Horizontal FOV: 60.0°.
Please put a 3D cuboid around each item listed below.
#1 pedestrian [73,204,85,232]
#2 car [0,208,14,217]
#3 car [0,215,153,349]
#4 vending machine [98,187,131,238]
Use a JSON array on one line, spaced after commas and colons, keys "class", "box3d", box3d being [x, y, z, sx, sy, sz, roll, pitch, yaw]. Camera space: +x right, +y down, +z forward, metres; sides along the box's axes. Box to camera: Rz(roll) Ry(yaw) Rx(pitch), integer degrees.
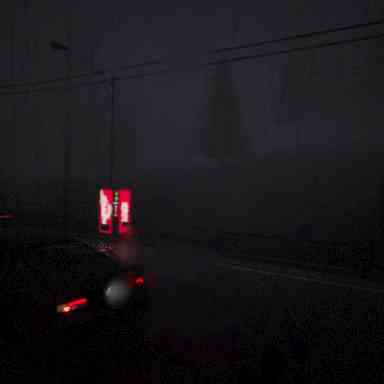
[{"class": "pedestrian", "box3d": [-4.925, 1.051, 14.447, 0.375, 1.300, 0.375, 2, 1, 28]}, {"class": "car", "box3d": [-9.051, 1.058, 12.933, 4.902, 1.511, 2.128, 2, 1, 26]}, {"class": "car", "box3d": [-3.263, 1.370, 5.905, 5.357, 1.411, 2.033, 2, 1, 30]}, {"class": "vending machine", "box3d": [-3.387, 0.854, 14.620, 0.880, 2.100, 1.100, 2, 1, 28]}]
